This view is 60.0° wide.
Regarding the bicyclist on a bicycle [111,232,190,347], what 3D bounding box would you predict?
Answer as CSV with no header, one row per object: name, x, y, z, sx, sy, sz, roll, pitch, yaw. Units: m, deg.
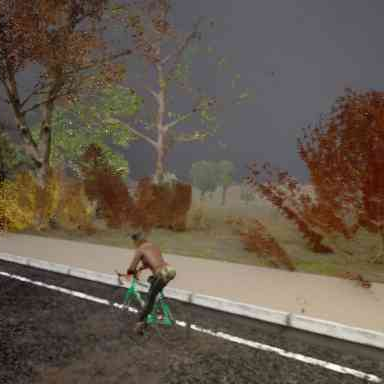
bicyclist on a bicycle,-0.698,1.451,5.121,1.656,1.620,0.582,0,0,35
